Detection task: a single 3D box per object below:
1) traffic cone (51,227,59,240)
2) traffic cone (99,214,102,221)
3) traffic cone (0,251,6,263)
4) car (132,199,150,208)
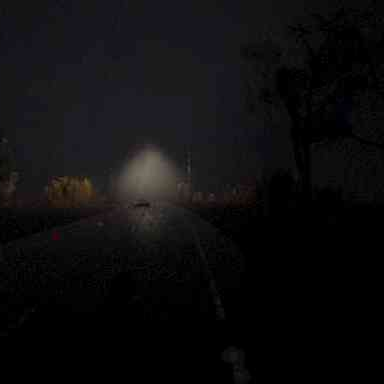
[{"bbox_3d":[-6.429,1.946,15.645,0.340,0.580,0.340,0,0,-3],"label":"traffic cone"},{"bbox_3d":[-7.017,1.948,25.543,0.340,0.580,0.340,0,0,-4],"label":"traffic cone"},{"bbox_3d":[-6.234,1.949,10.691,0.340,0.580,0.340,0,0,-2],"label":"traffic cone"},{"bbox_3d":[-7.433,1.635,48.369,1.895,1.301,4.718,0,0,-19],"label":"car"}]
